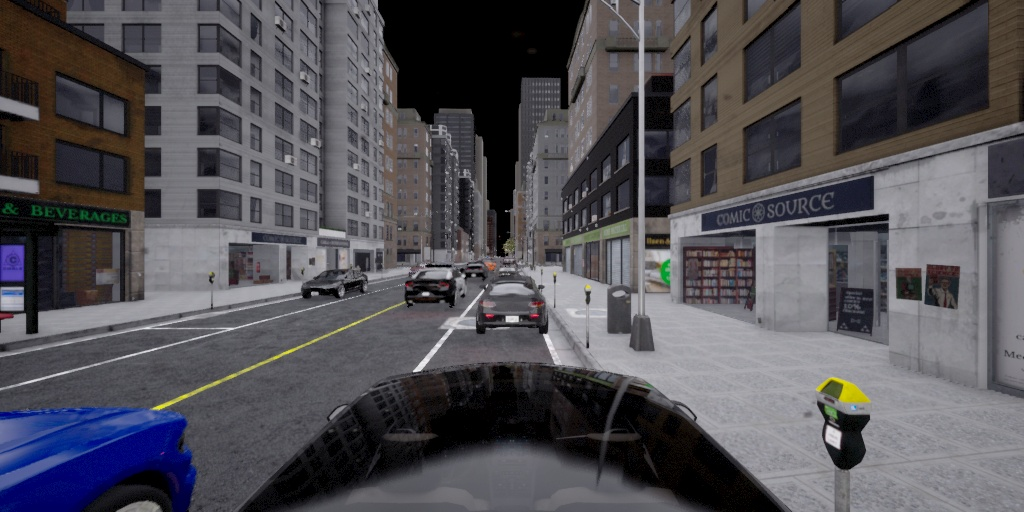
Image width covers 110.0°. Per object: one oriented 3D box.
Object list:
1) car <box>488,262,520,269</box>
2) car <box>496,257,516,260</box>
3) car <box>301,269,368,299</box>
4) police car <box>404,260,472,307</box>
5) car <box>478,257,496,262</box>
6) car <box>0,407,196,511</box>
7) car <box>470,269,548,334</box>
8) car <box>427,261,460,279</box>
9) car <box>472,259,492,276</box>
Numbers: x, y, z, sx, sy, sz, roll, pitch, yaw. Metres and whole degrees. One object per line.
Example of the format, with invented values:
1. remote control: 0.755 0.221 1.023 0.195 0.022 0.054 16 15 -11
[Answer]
1. car: -0.288 1.301 23.738 2.007 1.370 4.403 0 0 0
2. car: -0.288 1.066 40.309 2.192 1.841 5.009 0 0 0
3. car: -8.813 1.316 18.202 1.948 1.339 4.313 0 0 0
4. police car: -3.144 1.175 15.652 1.930 1.638 5.238 0 0 0
5. car: -3.058 1.103 45.025 2.097 1.767 4.553 0 0 0
6. car: -3.057 1.227 0.319 1.882 1.535 5.008 0 0 0
7. car: 0.003 1.276 10.500 1.812 1.442 4.674 0 0 0
8. car: -6.238 1.242 33.290 2.128 1.511 4.902 0 0 0
9. car: -3.055 1.256 30.995 1.837 1.490 4.892 0 0 0
